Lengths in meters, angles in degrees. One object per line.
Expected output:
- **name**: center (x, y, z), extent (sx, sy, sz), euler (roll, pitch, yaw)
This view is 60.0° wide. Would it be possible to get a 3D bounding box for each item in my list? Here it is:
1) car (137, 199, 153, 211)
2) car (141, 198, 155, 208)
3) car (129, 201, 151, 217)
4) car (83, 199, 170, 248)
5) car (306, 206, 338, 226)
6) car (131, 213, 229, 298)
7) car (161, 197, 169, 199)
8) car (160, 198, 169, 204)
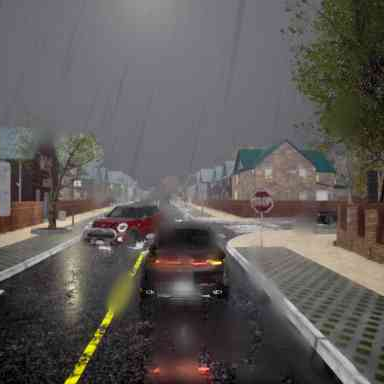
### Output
- **car**: center (-6.104, 1.699, 43.508), extent (1.994, 1.385, 4.181), euler (0, 0, -6)
- **car**: center (-7.015, 1.759, 53.734), extent (2.033, 1.411, 5.357), euler (0, 0, -5)
- **car**: center (-5.184, 1.642, 33.673), extent (1.994, 1.385, 4.181), euler (0, 0, -5)
- **car**: center (-2.808, 1.370, 14.942), extent (2.097, 1.767, 4.553), euler (0, 0, 20)
- **car**: center (10.352, 1.573, 22.795), extent (4.718, 1.301, 1.895), euler (0, -1, -7)
- **car**: center (-0.163, 1.514, 8.501), extent (1.837, 1.490, 4.892), euler (0, 0, 0)
- **car**: center (-5.021, 1.792, 62.534), extent (1.837, 1.490, 4.892), euler (0, 0, -5)
- **car**: center (-5.991, 1.881, 72.936), extent (1.895, 1.301, 4.718), euler (0, -1, -5)
